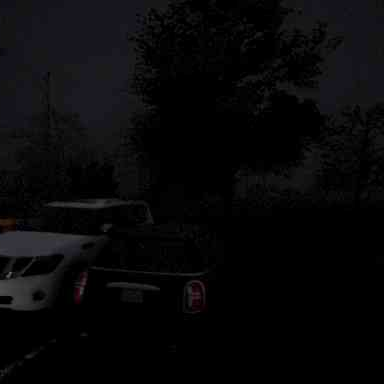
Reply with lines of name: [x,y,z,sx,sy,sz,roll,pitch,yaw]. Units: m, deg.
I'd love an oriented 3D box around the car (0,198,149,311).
car: [-2.628,1.201,7.926,2.435,2.045,5.566,1,0,15]

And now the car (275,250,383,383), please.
car: [2.238,1.517,4.555,2.163,1.488,4.792,0,-1,15]

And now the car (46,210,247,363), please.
car: [-0.200,1.349,6.216,2.185,1.767,4.553,0,0,15]
